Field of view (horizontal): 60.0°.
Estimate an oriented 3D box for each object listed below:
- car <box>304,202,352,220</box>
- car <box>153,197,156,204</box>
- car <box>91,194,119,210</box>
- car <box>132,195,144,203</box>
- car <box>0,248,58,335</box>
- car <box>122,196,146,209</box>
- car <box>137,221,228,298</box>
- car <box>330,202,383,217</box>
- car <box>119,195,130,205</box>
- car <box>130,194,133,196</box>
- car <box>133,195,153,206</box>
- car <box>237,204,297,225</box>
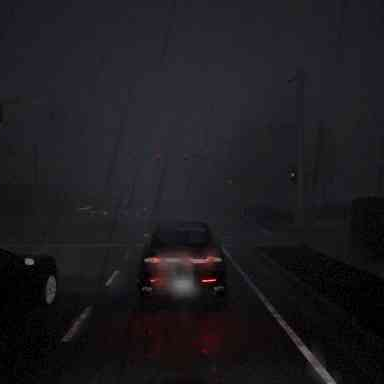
[{"bbox_3d":[11.388,1.547,27.192,5.357,1.411,2.033,0,0,0],"label":"car"},{"bbox_3d":[-8.251,1.525,65.047,1.812,1.442,4.674,0,0,-1],"label":"car"},{"bbox_3d":[-11.446,1.221,43.395,2.150,2.045,5.566,0,0,-2],"label":"car"},{"bbox_3d":[-11.859,1.477,73.203,1.882,1.535,5.008,0,0,-1],"label":"car"},{"bbox_3d":[-3.613,1.478,4.830,1.882,1.535,5.008,0,0,-2],"label":"car"},{"bbox_3d":[-7.989,1.600,46.459,1.895,1.301,4.718,0,0,-1],"label":"car"},{"bbox_3d":[-0.247,1.491,8.496,2.128,1.511,4.902,0,0,-2],"label":"car"},{"bbox_3d":[15.459,1.601,30.658,4.718,1.301,1.895,0,0,0],"label":"car"},{"bbox_3d":[-11.601,1.504,53.222,1.837,1.490,4.892,0,0,-1],"label":"car"},{"bbox_3d":[-11.735,1.351,63.132,2.097,1.767,4.553,0,0,0],"label":"car"},{"bbox_3d":[-8.130,1.563,55.225,1.994,1.385,4.181,0,0,-1],"label":"car"},{"bbox_3d":[5.273,1.564,23.539,4.181,1.385,1.994,0,0,0],"label":"car"}]
